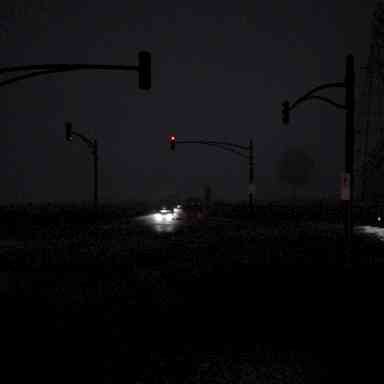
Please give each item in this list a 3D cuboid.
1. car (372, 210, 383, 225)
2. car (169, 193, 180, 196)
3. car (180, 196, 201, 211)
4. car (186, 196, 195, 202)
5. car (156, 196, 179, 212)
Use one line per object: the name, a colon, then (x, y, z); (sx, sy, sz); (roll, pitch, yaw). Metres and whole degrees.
car: (12.772, 1.336, 19.266); (4.181, 1.385, 1.994); (-1, 1, -3)
car: (-3.067, 1.216, 57.806); (2.150, 2.045, 5.566); (0, 0, 0)
car: (-0.006, 1.345, 39.840); (2.097, 1.767, 4.553); (0, 0, -1)
car: (-0.341, 1.595, 78.353); (1.895, 1.301, 4.718); (0, 0, 0)
car: (-2.966, 1.485, 37.639); (2.128, 1.511, 4.902); (0, 0, -1)
